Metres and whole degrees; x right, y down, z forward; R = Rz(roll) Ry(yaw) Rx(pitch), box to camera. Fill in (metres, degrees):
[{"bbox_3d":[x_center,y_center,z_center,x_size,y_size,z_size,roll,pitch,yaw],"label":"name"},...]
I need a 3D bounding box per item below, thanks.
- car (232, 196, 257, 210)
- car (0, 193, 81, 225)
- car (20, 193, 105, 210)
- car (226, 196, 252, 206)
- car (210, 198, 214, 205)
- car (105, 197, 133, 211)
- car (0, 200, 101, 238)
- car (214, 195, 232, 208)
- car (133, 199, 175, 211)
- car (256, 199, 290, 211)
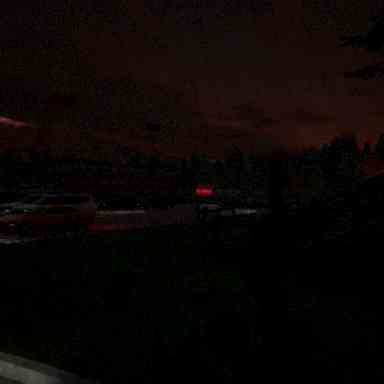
[{"bbox_3d":[7.383,1.460,42.414,1.812,1.442,4.674,0,0,38],"label":"car"},{"bbox_3d":[-11.231,1.127,24.433,2.150,2.045,5.566,0,0,38],"label":"car"},{"bbox_3d":[-8.850,1.141,21.796,2.150,2.045,5.566,0,0,38],"label":"car"},{"bbox_3d":[7.741,1.423,54.031,1.882,1.535,5.008,0,0,38],"label":"car"},{"bbox_3d":[4.982,1.247,56.183,2.097,1.767,4.553,0,0,38],"label":"car"},{"bbox_3d":[-8.909,1.360,38.744,1.882,1.535,5.008,0,0,38],"label":"car"},{"bbox_3d":[-7.631,1.411,17.676,1.882,1.535,5.008,0,0,38],"label":"car"},{"bbox_3d":[5.493,1.427,45.661,1.837,1.490,4.892,0,0,39],"label":"car"},{"bbox_3d":[-4.217,1.500,39.053,1.895,1.301,4.718,0,0,38],"label":"car"},{"bbox_3d":[10.053,1.550,40.155,1.895,1.301,4.718,0,0,39],"label":"car"}]
